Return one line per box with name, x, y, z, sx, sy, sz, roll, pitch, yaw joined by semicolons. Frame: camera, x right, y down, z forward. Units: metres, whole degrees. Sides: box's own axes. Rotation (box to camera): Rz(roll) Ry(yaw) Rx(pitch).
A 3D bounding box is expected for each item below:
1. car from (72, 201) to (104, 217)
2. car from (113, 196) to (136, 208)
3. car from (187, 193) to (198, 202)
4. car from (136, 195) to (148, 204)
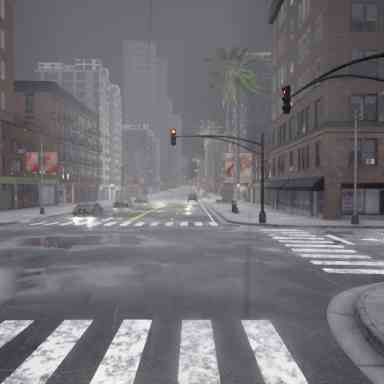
car;-9.829;1.557;31.670;1.994;1.385;4.181;0;0;0
car;-9.802;1.335;47.360;2.097;1.767;4.553;0;0;0
car;0.122;1.163;71.965;2.150;2.045;5.566;0;0;0
car;-9.712;1.310;63.840;2.097;1.767;4.553;0;0;0
